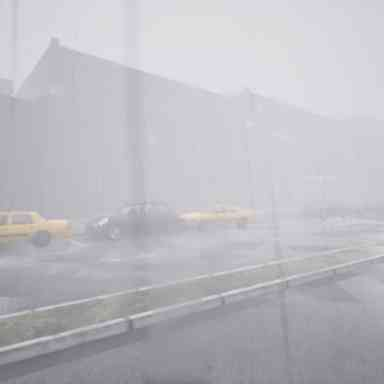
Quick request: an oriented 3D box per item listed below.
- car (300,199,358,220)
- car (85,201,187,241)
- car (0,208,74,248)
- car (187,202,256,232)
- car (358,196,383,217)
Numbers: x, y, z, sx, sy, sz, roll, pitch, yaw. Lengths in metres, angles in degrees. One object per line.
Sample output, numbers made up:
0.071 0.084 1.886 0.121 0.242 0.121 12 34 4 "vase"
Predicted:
10.483 1.336 26.209 4.892 1.521 2.231 0 0 -36 "car"
-2.868 1.289 16.425 4.553 1.767 2.185 0 0 -36 "car"
-7.498 1.440 13.028 5.366 1.575 1.946 0 0 -36 "car"
1.417 1.386 19.562 5.366 1.575 1.946 0 0 -36 "car"
14.935 1.348 29.473 4.674 1.452 2.002 0 0 -36 "car"
